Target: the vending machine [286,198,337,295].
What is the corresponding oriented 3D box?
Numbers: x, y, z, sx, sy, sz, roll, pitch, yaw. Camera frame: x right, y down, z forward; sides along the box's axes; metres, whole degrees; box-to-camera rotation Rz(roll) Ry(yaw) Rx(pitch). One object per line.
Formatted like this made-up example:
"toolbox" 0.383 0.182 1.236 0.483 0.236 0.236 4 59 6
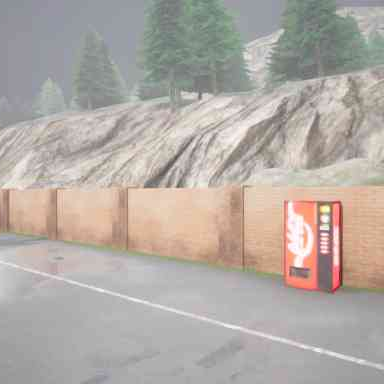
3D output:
"vending machine" 2.878 1.195 7.955 0.880 2.100 1.100 0 0 36
